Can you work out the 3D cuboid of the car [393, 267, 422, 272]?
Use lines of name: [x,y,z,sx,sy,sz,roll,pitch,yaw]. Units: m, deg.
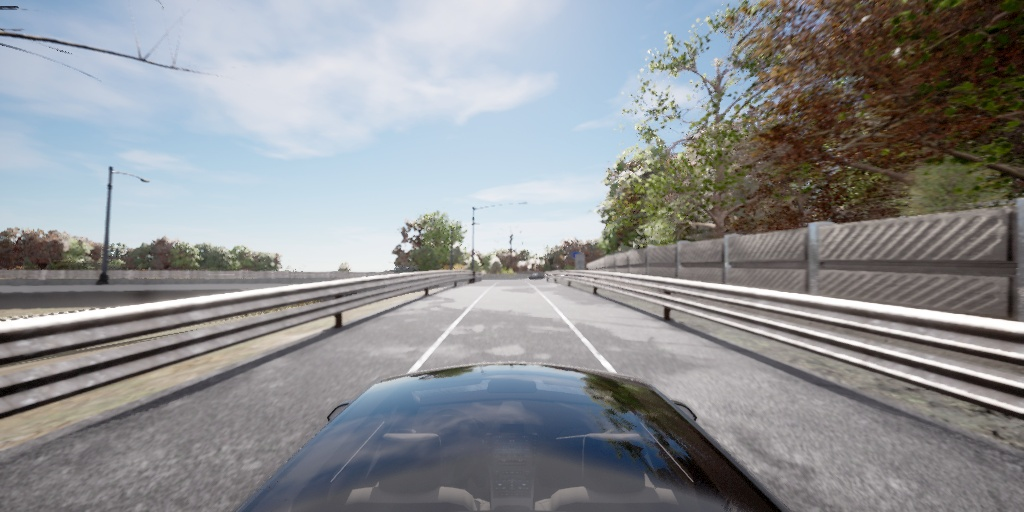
car: [-14.445,2.628,51.737,5.566,2.045,2.150,3,-4,-44]
